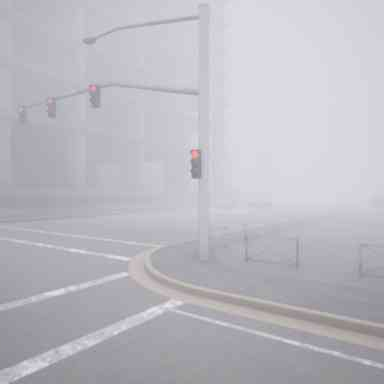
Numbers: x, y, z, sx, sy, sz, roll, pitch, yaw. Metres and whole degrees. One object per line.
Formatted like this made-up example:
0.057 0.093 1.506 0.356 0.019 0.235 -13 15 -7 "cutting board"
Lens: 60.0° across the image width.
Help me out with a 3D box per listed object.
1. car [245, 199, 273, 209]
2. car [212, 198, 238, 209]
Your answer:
8.768 1.533 43.444 1.895 1.301 4.718 0 0 36 "car"
4.369 1.455 43.308 1.812 1.442 4.674 0 0 35 "car"
